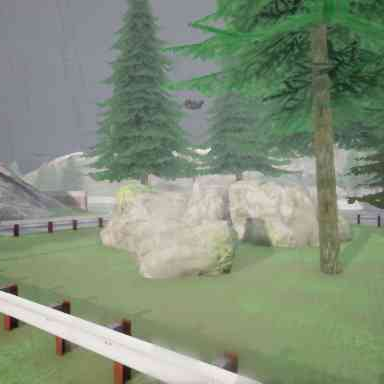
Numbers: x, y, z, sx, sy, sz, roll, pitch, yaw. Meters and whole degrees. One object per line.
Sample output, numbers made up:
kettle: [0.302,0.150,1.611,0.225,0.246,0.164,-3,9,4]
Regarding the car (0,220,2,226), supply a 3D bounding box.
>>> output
car: [-11.599,1.363,15.059,5.357,1.411,2.033,0,0,0]
